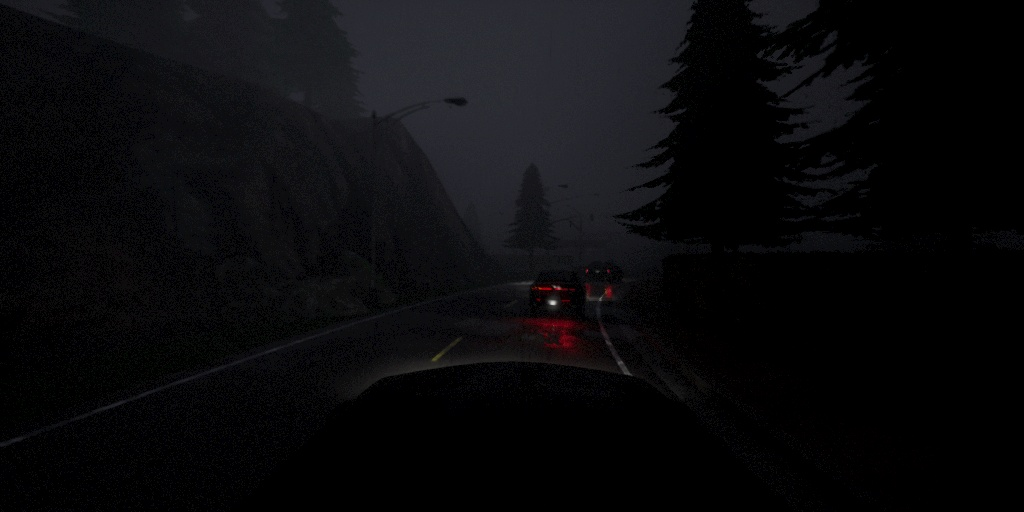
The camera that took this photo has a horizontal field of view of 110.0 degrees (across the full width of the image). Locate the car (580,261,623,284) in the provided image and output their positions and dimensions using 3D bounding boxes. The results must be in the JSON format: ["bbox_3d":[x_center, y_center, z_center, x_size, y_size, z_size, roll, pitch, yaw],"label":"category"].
[{"bbox_3d":[7.148,1.146,27.750,2.097,1.767,4.553,1,0,28],"label":"car"}]

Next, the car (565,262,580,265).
[{"bbox_3d":[5.550,1.264,32.871,2.128,1.511,4.902,1,0,28],"label":"car"}]

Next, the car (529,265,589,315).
[{"bbox_3d":[1.868,1.259,13.823,1.837,1.490,4.892,0,0,13],"label":"car"}]
